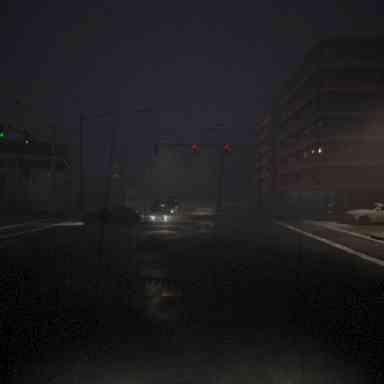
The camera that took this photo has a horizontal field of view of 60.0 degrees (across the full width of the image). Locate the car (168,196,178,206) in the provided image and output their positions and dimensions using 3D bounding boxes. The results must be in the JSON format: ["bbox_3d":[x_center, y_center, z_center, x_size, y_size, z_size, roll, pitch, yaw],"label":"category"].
[{"bbox_3d":[-3.231,1.564,44.118,1.994,1.385,4.181,0,0,0],"label":"car"}]

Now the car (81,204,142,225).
[{"bbox_3d":[-5.609,1.564,23.451,4.181,1.385,1.994,0,0,0],"label":"car"}]

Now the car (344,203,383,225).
[{"bbox_3d":[13.168,1.526,23.315,4.674,1.442,1.812,0,0,1],"label":"car"}]

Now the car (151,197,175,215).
[{"bbox_3d":[-3.153,1.547,34.731,2.033,1.411,5.357,0,0,-1],"label":"car"}]

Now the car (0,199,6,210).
[{"bbox_3d":[-24.030,1.456,38.948,3.806,1.475,1.970,0,0,1],"label":"car"}]
